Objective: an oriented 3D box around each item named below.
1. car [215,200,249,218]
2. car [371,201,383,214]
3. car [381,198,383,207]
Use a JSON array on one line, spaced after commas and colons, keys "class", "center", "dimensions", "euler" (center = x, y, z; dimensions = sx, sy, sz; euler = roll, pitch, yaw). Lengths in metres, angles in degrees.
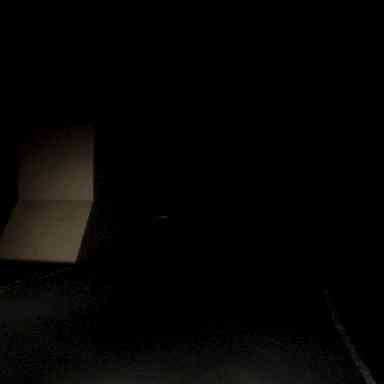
[{"class": "car", "center": [3.336, 1.511, 30.016], "dimensions": [2.128, 1.511, 4.902], "euler": [0, 0, 43]}, {"class": "car", "center": [21.793, 1.673, 36.752], "dimensions": [5.008, 1.535, 1.882], "euler": [0, 0, -36]}, {"class": "car", "center": [34.321, 1.814, 55.903], "dimensions": [4.892, 1.490, 1.837], "euler": [0, 0, -24]}]
